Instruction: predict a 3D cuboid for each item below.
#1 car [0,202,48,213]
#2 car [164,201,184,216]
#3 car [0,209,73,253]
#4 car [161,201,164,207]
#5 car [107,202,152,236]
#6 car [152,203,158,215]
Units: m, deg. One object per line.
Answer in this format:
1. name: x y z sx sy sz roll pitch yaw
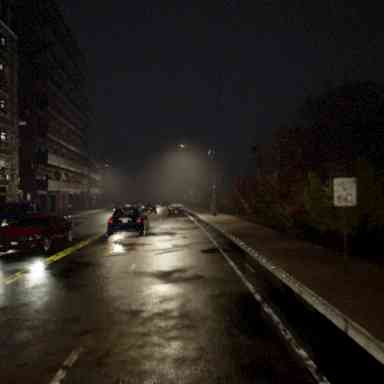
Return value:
1. car: -10.606 1.657 20.471 2.150 2.045 5.566 -1 -1 -3
2. car: -1.977 2.112 40.060 2.128 1.511 4.902 -1 -1 -5
3. car: -7.113 1.798 15.602 1.882 1.535 5.008 -1 -1 -3
4. car: -6.014 2.729 75.907 1.994 1.385 4.181 -1 -1 -8
5. car: -3.949 1.717 21.134 2.097 1.767 4.553 -1 -1 -3
6. car: -5.551 2.221 43.743 1.837 1.490 4.892 -1 -1 -5
